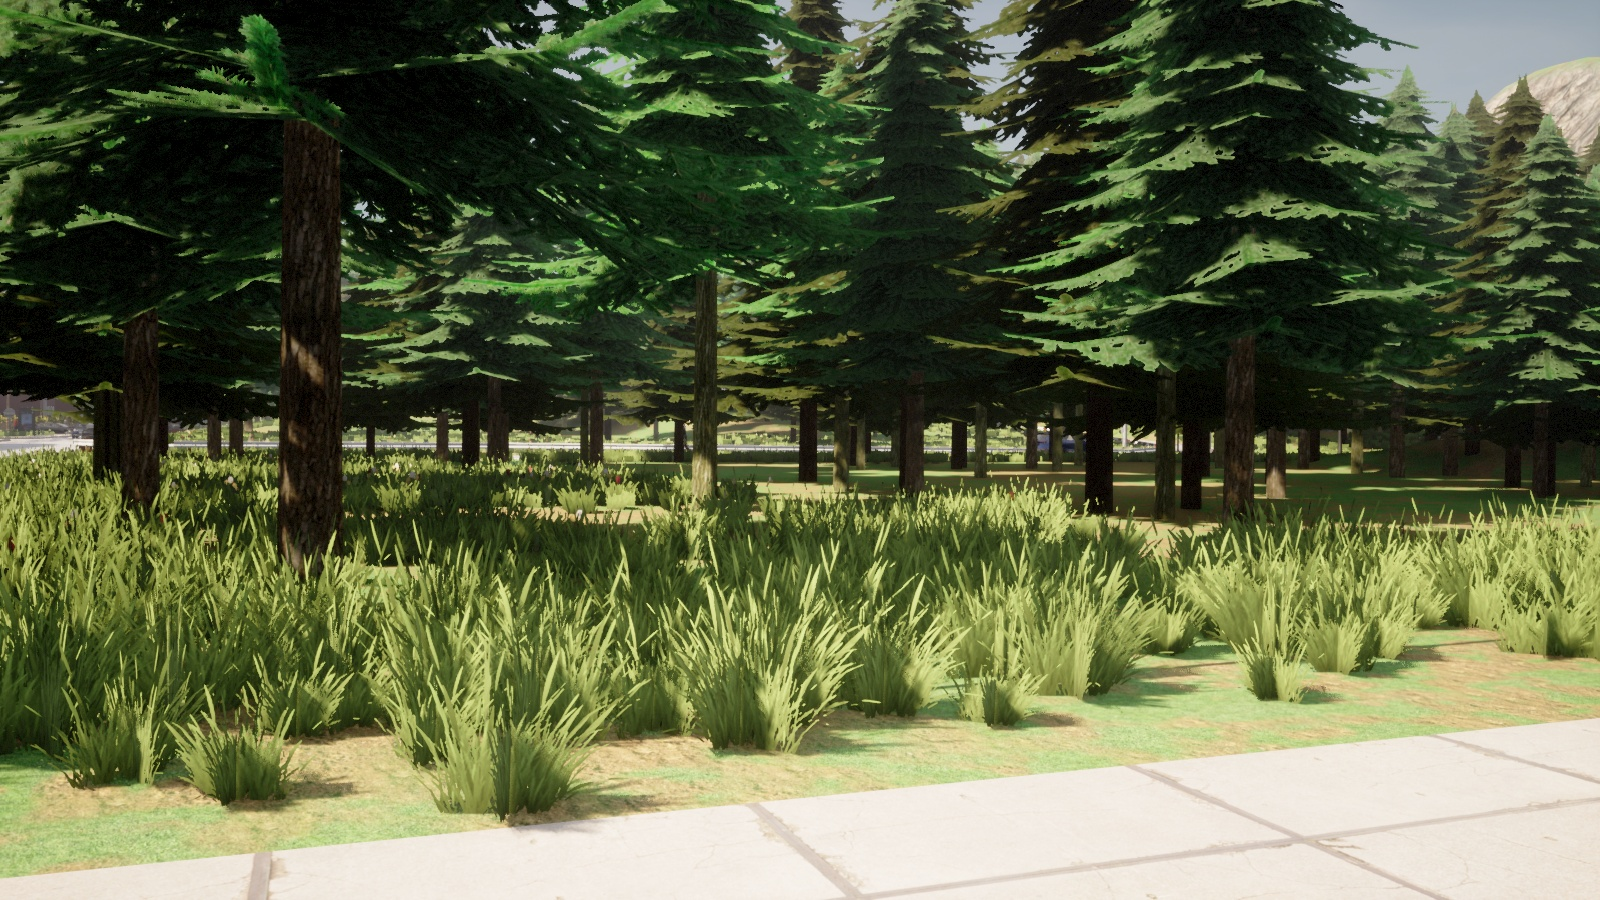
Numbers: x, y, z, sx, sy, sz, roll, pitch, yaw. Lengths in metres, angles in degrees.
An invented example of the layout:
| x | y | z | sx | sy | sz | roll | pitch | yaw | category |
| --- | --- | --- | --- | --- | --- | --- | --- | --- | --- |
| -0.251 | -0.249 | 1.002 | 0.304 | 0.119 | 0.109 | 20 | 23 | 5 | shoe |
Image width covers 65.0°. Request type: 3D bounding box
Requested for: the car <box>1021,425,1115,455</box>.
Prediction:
| x | y | z | sx | sy | sz | roll | pitch | yaw | category |
| --- | --- | --- | --- | --- | --- | --- | --- | --- | --- |
| 15.093 | -0.577 | 70.702 | 4.856 | 1.649 | 2.033 | -1 | 1 | -22 | car |
